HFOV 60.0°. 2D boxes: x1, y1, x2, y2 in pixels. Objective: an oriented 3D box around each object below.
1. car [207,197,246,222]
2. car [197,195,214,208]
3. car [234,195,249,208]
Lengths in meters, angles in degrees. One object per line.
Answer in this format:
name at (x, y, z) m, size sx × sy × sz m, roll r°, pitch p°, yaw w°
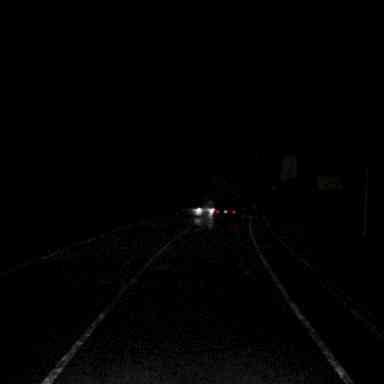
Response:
car at (2.683, 1.345, 24.496) m, size 2.033 × 1.411 × 5.357 m, roll 1°, pitch 1°, yaw 10°
car at (1.842, 1.136, 39.352) m, size 1.812 × 1.442 × 4.674 m, roll 1°, pitch 1°, yaw 11°
car at (6.000, 1.140, 41.212) m, size 1.882 × 1.535 × 5.008 m, roll 1°, pitch 1°, yaw 11°
